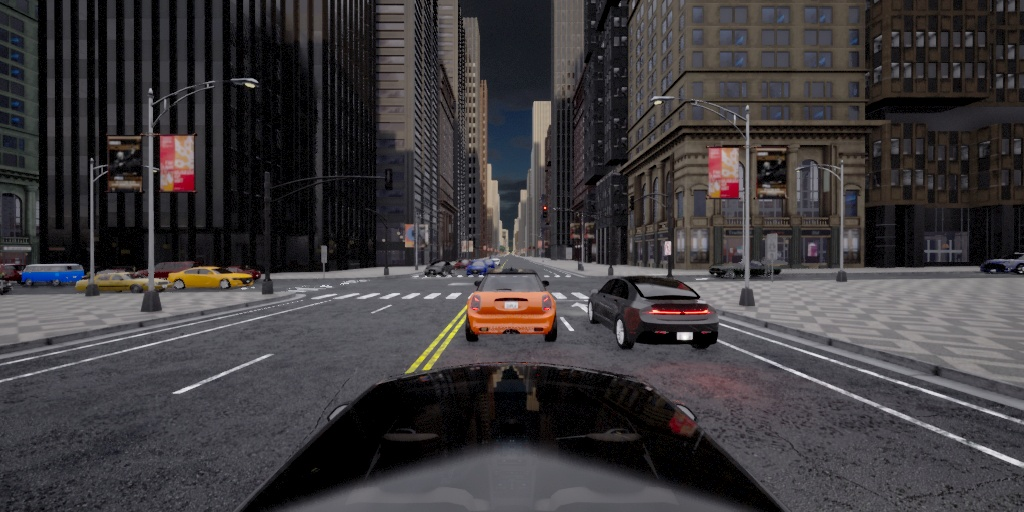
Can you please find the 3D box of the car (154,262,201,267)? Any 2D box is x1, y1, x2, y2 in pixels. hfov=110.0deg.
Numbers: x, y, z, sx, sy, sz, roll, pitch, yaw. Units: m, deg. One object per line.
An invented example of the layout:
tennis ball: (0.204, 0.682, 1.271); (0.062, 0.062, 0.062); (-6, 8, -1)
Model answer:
car: (-29.133, 1.418, 30.715); (5.009, 1.841, 2.192); (0, 0, 0)

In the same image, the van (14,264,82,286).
van: (-39.307, 1.582, 30.723); (3.998, 1.789, 1.690); (0, 0, 0)

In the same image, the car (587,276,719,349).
car: (3.234, 1.254, 9.143); (1.837, 1.490, 4.892); (0, 0, 0)

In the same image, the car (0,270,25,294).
car: (-33.825, 1.753, 22.180); (4.403, 1.370, 2.007); (0, 0, 0)

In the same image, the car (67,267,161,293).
car: (-23.883, 1.595, 22.183); (4.829, 1.417, 1.751); (0, 0, 0)

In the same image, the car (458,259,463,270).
car: (-6.719, 1.206, 49.810); (1.882, 1.535, 5.008); (0, 0, 0)

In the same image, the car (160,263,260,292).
car: (-20.781, 1.492, 24.844); (5.008, 1.535, 1.882); (0, 0, 0)

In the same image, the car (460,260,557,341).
car: (-0.008, 1.101, 10.003); (2.097, 1.767, 4.553); (0, 0, 0)

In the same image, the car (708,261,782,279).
car: (18.121, 1.074, 28.089); (4.718, 1.301, 1.895); (-1, 0, 0)

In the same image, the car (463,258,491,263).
car: (-3.436, 1.217, 36.030); (1.882, 1.535, 5.008); (0, 0, 0)

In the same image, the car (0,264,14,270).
car: (-44.394, 1.625, 30.727); (5.009, 1.841, 2.192); (0, 0, 0)

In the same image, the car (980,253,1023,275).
car: (39.969, 0.534, 28.093); (4.553, 1.767, 2.097); (-1, 0, 0)

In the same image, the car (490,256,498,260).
car: (-3.473, 1.203, 52.492); (1.882, 1.535, 5.008); (0, 0, 0)

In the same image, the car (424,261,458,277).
car: (-7.124, 1.245, 35.600); (1.837, 1.490, 4.892); (0, 0, 6)

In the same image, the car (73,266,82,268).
car: (-34.220, 1.754, 30.719); (4.207, 1.307, 1.802); (0, 0, 0)
